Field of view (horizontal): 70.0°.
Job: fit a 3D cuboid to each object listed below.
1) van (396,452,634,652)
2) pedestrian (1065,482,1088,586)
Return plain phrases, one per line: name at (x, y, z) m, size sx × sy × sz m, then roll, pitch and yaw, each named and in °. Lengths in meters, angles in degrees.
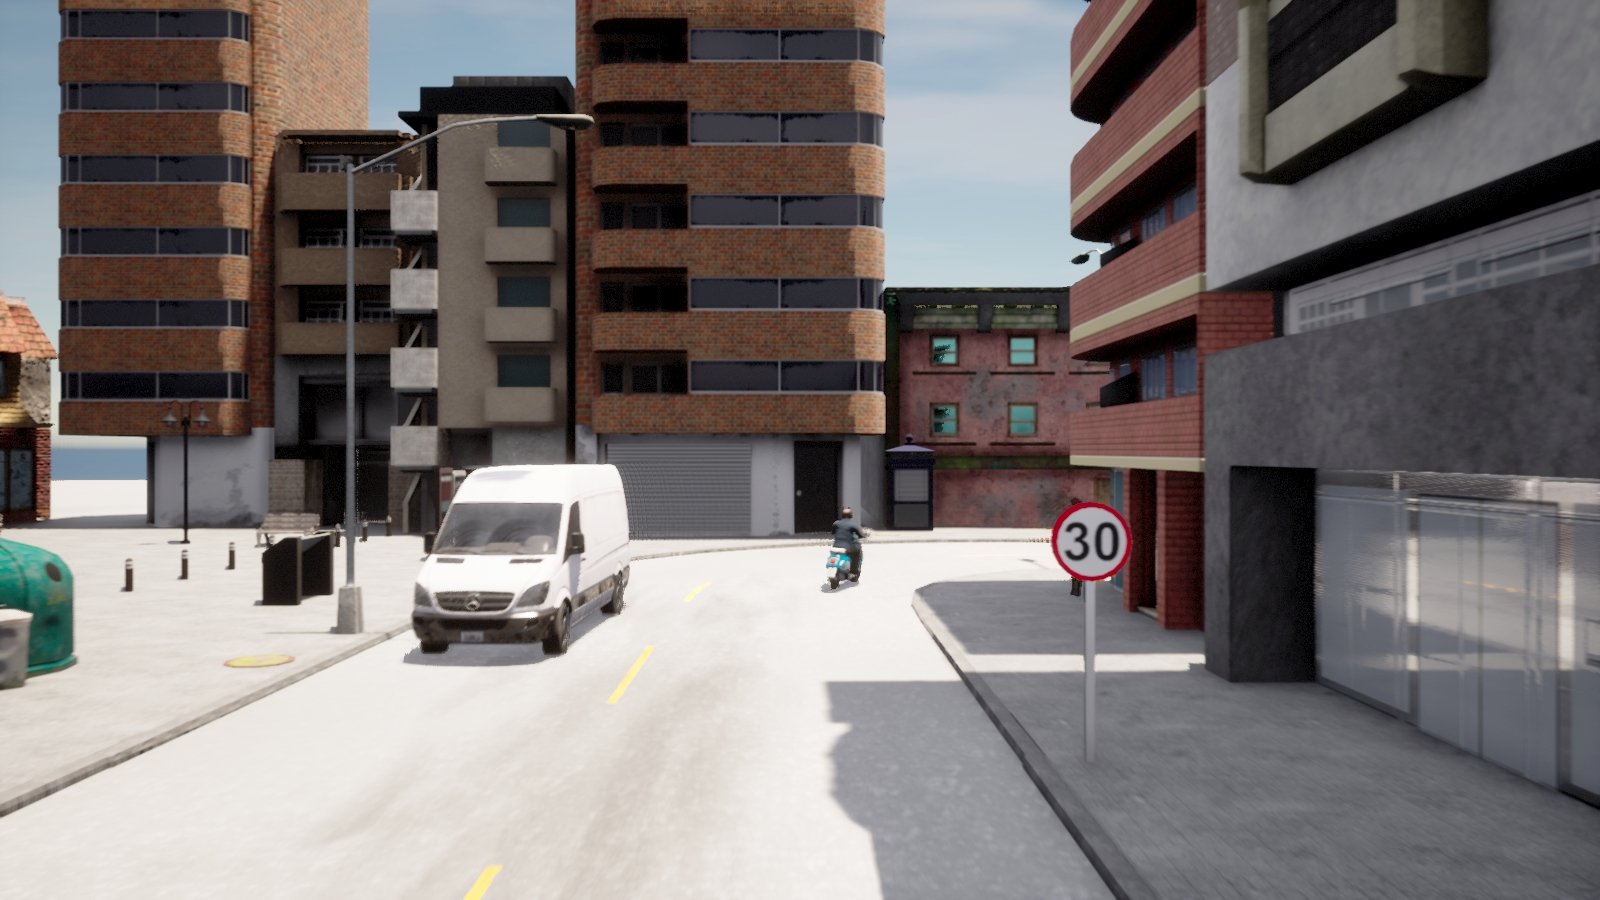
van at (-4.105, 1.314, 17.681) m, size 1.988 × 2.561 × 5.915 m, roll 0°, pitch 0°, yaw 2°
pedestrian at (5.060, 1.524, 20.908) m, size 0.375 × 1.860 × 0.375 m, roll 0°, pitch 0°, yaw 20°
